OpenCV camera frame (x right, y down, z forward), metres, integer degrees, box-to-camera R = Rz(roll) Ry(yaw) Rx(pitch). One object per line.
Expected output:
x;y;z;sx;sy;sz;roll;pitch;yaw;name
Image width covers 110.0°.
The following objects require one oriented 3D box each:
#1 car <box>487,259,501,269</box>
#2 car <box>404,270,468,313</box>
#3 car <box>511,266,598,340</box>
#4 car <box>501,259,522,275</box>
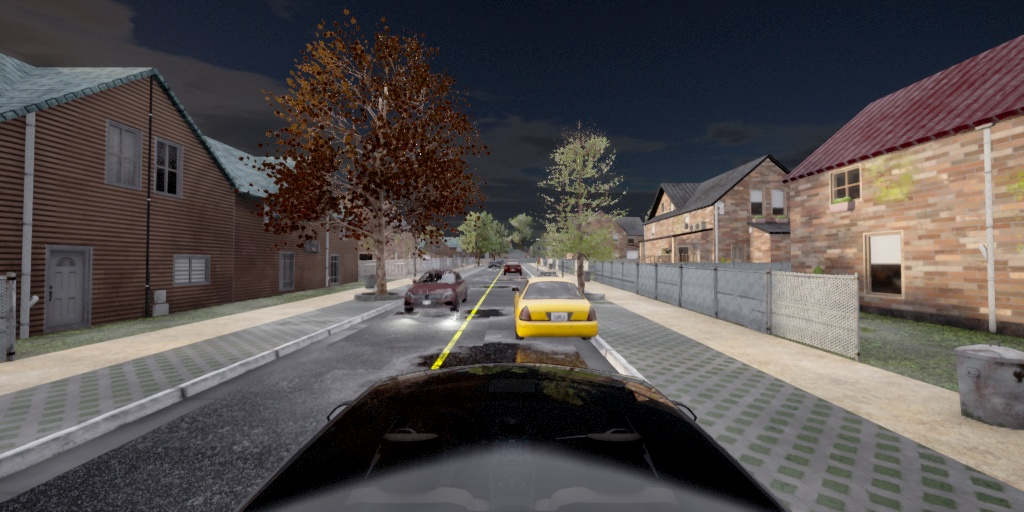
-2.822;1.364;57.291;1.994;1.385;4.181;0;0;0;car
-2.834;1.283;14.230;1.812;1.442;4.674;0;0;0;car
0.964;1.210;9.873;1.801;1.575;5.366;0;0;0;car
0.089;1.254;38.814;1.882;1.535;5.008;0;0;0;car
